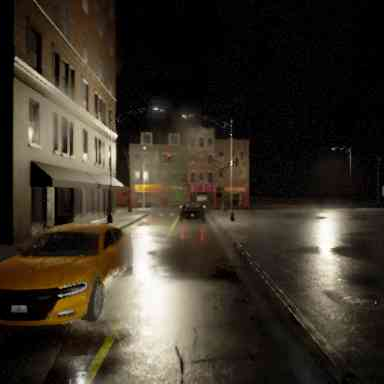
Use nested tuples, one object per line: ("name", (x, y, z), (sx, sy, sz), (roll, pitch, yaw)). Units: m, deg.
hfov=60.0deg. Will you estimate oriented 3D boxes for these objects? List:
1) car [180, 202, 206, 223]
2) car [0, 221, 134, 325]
("car", (0.053, 1.488, 25.837), (1.882, 1.535, 5.008), (0, 0, 0))
("car", (-2.562, 1.478, 7.455), (1.882, 1.535, 5.008), (0, 0, 0))
